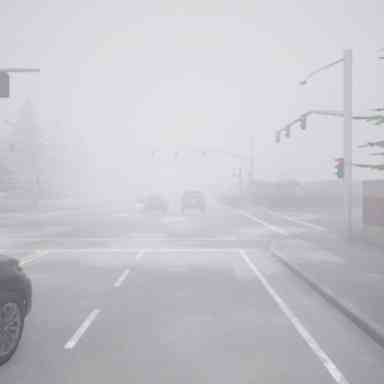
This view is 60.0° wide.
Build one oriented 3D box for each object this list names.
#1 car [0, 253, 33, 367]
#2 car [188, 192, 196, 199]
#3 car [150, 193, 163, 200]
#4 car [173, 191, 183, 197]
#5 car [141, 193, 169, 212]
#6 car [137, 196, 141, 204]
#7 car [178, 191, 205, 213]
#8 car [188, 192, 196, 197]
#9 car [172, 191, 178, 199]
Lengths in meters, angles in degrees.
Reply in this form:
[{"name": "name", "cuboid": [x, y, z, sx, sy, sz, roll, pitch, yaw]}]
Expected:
[{"name": "car", "cuboid": [-3.434, 1.195, 2.529, 2.150, 2.045, 5.566, 0, 1, 1]}, {"name": "car", "cuboid": [-0.017, 0.738, 75.515, 1.837, 1.490, 4.892, 0, 1, 0]}, {"name": "car", "cuboid": [-7.020, 0.874, 66.743, 2.033, 1.411, 5.357, 0, 1, 0]}, {"name": "car", "cuboid": [-3.519, 0.558, 84.421, 2.128, 1.511, 4.902, 0, 1, 0]}, {"name": "car", "cuboid": [-3.410, 1.002, 32.627, 2.097, 1.767, 4.553, 0, 1, 0]}, {"name": "car", "cuboid": [-7.088, 1.091, 50.635, 1.895, 1.301, 4.718, 0, 1, 0]}, {"name": "car", "cuboid": [0.091, 0.876, 32.044, 2.150, 2.045, 5.566, 0, 1, 0]}, {"name": "car", "cuboid": [-0.019, 0.586, 84.422, 1.994, 1.385, 4.181, 0, 1, 0]}, {"name": "car", "cuboid": [-3.517, 0.720, 75.260, 1.882, 1.535, 5.008, 0, 1, 0]}]
